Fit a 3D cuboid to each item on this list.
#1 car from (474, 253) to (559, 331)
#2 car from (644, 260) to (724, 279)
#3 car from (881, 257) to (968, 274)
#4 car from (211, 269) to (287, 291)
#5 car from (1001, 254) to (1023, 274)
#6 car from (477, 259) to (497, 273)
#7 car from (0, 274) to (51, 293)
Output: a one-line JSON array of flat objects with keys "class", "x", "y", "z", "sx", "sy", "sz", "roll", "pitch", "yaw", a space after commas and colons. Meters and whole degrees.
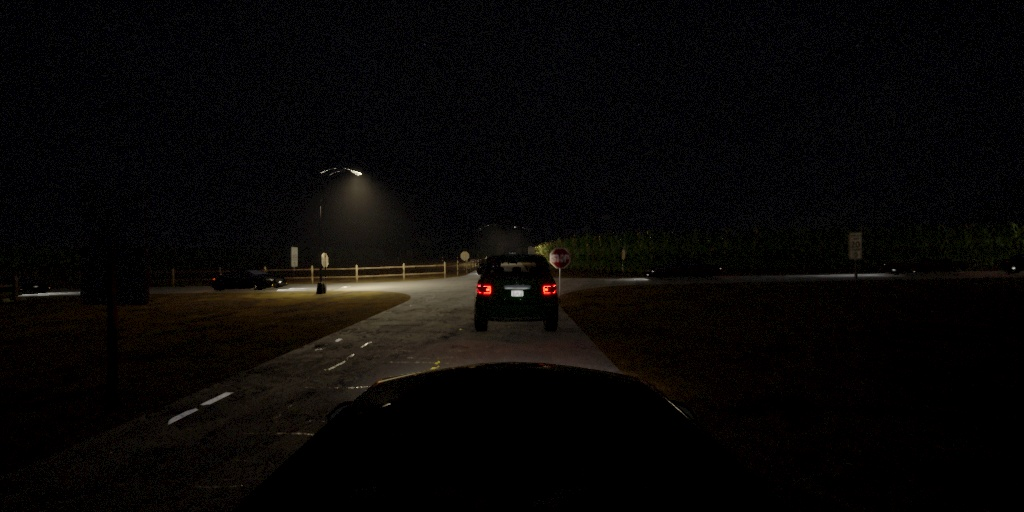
[{"class": "car", "x": 0.073, "y": 0.969, "z": 11.079, "sx": 2.150, "sy": 2.045, "sz": 5.566, "roll": 0, "pitch": 0, "yaw": -1}, {"class": "car", "x": 12.967, "y": 0.996, "z": 27.192, "sx": 5.357, "sy": 1.411, "sz": 2.033, "roll": -1, "pitch": 0, "yaw": 1}, {"class": "car", "x": 31.211, "y": 0.708, "z": 27.238, "sx": 4.718, "sy": 1.301, "sz": 1.895, "roll": -1, "pitch": 0, "yaw": 0}, {"class": "car", "x": -17.590, "y": 1.596, "z": 24.111, "sx": 4.181, "sy": 1.385, "sz": 1.994, "roll": -1, "pitch": 0, "yaw": 0}, {"class": "car", "x": 36.427, "y": 0.521, "z": 24.313, "sx": 4.892, "sy": 1.490, "sz": 1.837, "roll": -1, "pitch": 0, "yaw": 0}, {"class": "car", "x": -2.799, "y": 1.118, "z": 41.141, "sx": 1.837, "sy": 1.490, "sz": 4.892, "roll": 0, "pitch": 1, "yaw": 0}, {"class": "car", "x": -33.942, "y": 1.912, "z": 24.048, "sx": 4.181, "sy": 1.385, "sz": 1.994, "roll": -1, "pitch": 0, "yaw": 0}]
